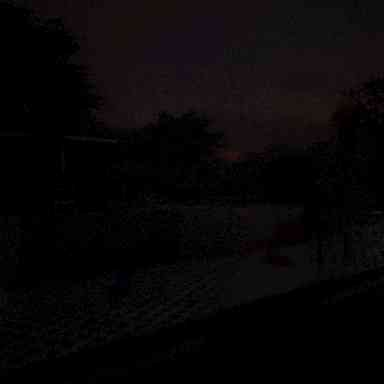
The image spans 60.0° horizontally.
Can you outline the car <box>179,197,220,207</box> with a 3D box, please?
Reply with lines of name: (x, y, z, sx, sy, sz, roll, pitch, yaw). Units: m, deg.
car: (0.742, 1.383, 33.277, 4.553, 1.767, 2.097, 0, 3, 41)
